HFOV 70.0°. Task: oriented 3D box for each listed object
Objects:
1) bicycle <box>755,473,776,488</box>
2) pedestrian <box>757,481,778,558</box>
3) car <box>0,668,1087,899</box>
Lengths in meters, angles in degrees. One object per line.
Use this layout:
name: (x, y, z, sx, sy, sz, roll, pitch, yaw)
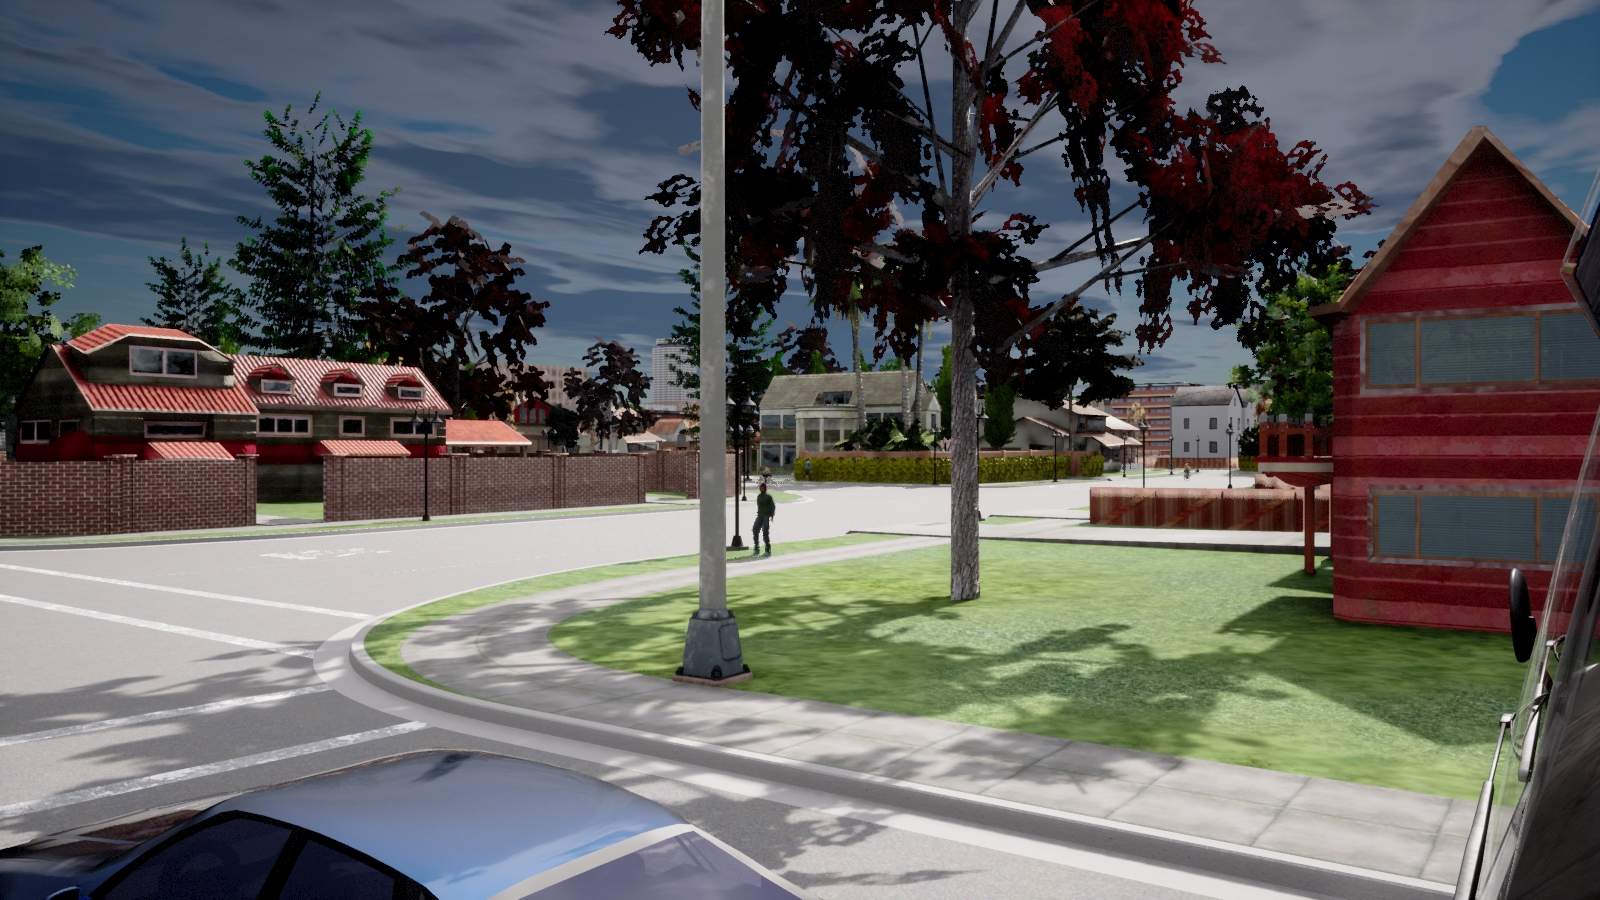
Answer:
bicycle: (-2.536, 2.256, 85.311, 0.859, 1.080, 1.487, 0, 0, 34)
pedestrian: (-0.795, 1.704, 28.124, 0.375, 1.860, 0.375, 0, 0, 35)
car: (-1.713, 2.106, 4.943, 5.357, 1.411, 2.033, 0, 0, 36)
